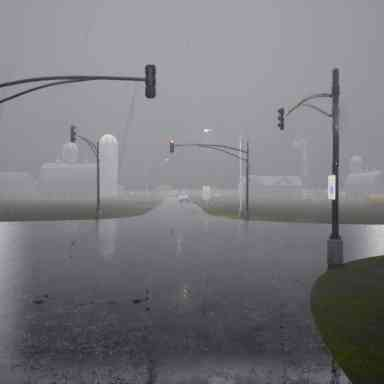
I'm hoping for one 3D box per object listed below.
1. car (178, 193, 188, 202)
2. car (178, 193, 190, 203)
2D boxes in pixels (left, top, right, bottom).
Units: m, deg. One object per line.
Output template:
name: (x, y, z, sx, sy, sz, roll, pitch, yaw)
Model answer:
car: (-2.113, 1.189, 79.966, 2.150, 2.045, 5.566, 0, 0, -4)
car: (-1.526, 1.553, 69.932, 1.812, 1.442, 4.674, 0, 0, -3)
